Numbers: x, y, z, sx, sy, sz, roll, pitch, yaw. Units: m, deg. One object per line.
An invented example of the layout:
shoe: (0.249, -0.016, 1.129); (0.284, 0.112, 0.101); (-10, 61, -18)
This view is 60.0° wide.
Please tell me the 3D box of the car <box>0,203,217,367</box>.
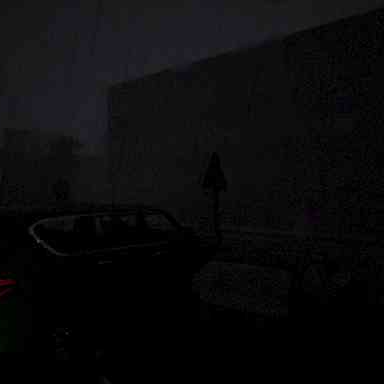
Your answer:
car: (-1.420, 1.210, 6.037); (2.435, 2.045, 5.566); (0, 0, 35)

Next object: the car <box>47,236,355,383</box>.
car: (0.865, 1.514, 4.378); (2.002, 1.452, 4.674); (0, 0, 35)
